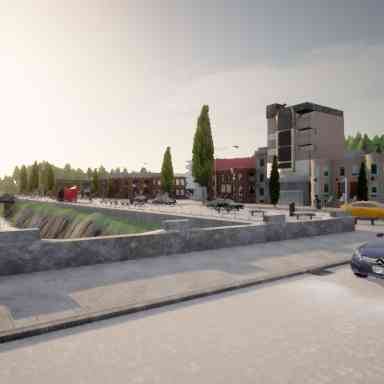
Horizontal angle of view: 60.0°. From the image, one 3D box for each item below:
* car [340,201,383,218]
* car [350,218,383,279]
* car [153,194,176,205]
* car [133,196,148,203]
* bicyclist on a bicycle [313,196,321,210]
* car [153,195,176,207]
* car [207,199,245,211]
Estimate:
[{"bbox_3d":[14.229,1.478,26.149,1.882,1.535,5.008,0,0,-35],"label":"car"},{"bbox_3d":[6.196,1.526,8.914,4.674,1.442,1.812,0,0,-35],"label":"car"},{"bbox_3d":[-5.044,1.352,60.515,2.097,1.767,4.553,0,0,-36],"label":"car"},{"bbox_3d":[-10.772,1.526,68.555,1.812,1.442,4.674,0,0,-36],"label":"car"},{"bbox_3d":[14.931,1.349,39.684,1.656,1.620,0.582,0,0,-35],"label":"bicyclist on a bicycle"},{"bbox_3d":[-4.360,1.505,52.372,1.837,1.490,4.892,0,0,-35],"label":"car"},{"bbox_3d":[4.018,1.548,40.540,2.033,1.411,5.357,0,0,-35],"label":"car"}]
